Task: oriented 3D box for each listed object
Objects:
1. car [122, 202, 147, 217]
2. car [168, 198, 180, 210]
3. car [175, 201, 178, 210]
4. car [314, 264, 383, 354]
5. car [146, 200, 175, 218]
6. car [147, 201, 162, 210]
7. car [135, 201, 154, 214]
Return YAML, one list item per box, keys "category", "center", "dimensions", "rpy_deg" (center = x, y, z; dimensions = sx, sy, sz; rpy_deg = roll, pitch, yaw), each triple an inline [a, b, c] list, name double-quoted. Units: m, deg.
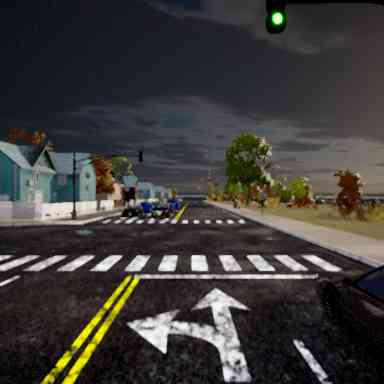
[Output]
- category: "car"
  center: [-6.566, 2.110, 37.382]
  dimensions: [1.895, 1.301, 4.718]
  rpy_deg: [0, -1, 0]
- category: "car"
  center: [-3.281, 2.020, 57.637]
  dimensions: [2.150, 2.045, 5.566]
  rpy_deg: [0, -1, 0]
- category: "car"
  center: [-3.309, 2.226, 45.542]
  dimensions: [1.895, 1.301, 4.718]
  rpy_deg: [0, -1, 0]
- category: "car"
  center: [3.355, 1.604, 4.195]
  dimensions: [2.033, 1.411, 5.357]
  rpy_deg: [0, -1, 0]
- category: "car"
  center: [-3.318, 1.985, 36.298]
  dimensions: [2.128, 1.511, 4.902]
  rpy_deg: [0, -1, 0]
- category: "car"
  center: [-6.524, 2.299, 58.245]
  dimensions: [2.128, 1.511, 4.902]
  rpy_deg: [0, -1, 0]
- category: "car"
  center: [-6.555, 2.117, 46.537]
  dimensions: [1.882, 1.535, 5.008]
  rpy_deg: [0, -1, 0]
